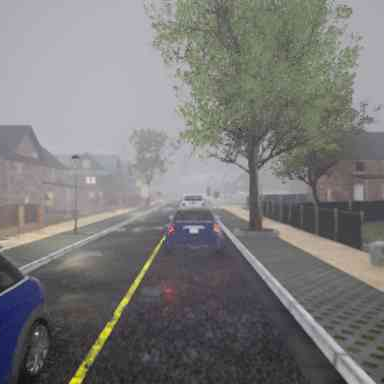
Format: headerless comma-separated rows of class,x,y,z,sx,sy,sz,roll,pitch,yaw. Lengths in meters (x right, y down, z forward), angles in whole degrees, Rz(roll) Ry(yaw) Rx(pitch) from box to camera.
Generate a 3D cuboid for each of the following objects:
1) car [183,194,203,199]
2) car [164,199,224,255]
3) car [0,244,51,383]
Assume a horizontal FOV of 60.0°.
car,0.109,1.216,30.801,2.150,2.045,5.566,0,0,0
car,0.098,1.350,13.524,2.097,1.767,4.553,0,0,1
car,-2.849,1.352,2.337,2.097,1.767,4.553,0,0,0
